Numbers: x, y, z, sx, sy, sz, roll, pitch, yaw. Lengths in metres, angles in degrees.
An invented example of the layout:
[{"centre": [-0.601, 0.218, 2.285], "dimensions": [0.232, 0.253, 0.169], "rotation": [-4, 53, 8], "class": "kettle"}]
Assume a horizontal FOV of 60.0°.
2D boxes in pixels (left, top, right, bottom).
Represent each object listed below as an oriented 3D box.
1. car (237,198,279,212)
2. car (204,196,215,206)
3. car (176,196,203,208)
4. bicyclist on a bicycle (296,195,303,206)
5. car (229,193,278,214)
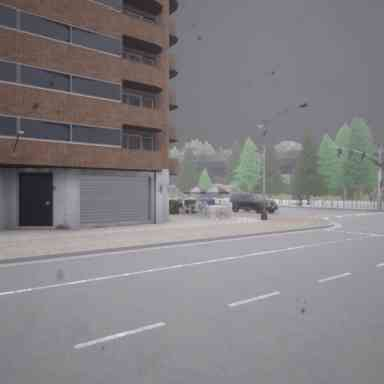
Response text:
[{"centre": [7.638, 1.449, 39.147], "dimensions": [1.837, 1.490, 4.892], "rotation": [0, 0, -37], "class": "car"}, {"centre": [1.407, 1.422, 52.494], "dimensions": [5.008, 1.535, 1.882], "rotation": [0, 0, 44], "class": "car"}, {"centre": [-0.990, 1.507, 44.619], "dimensions": [1.994, 1.385, 4.181], "rotation": [0, 0, -41], "class": "car"}, {"centre": [15.345, 1.245, 47.341], "dimensions": [1.656, 1.620, 0.582], "rotation": [0, 0, -36], "class": "bicyclist on a bicycle"}, {"centre": [6.328, 1.166, 35.031], "dimensions": [2.150, 2.045, 5.566], "rotation": [0, 0, -38], "class": "car"}]
